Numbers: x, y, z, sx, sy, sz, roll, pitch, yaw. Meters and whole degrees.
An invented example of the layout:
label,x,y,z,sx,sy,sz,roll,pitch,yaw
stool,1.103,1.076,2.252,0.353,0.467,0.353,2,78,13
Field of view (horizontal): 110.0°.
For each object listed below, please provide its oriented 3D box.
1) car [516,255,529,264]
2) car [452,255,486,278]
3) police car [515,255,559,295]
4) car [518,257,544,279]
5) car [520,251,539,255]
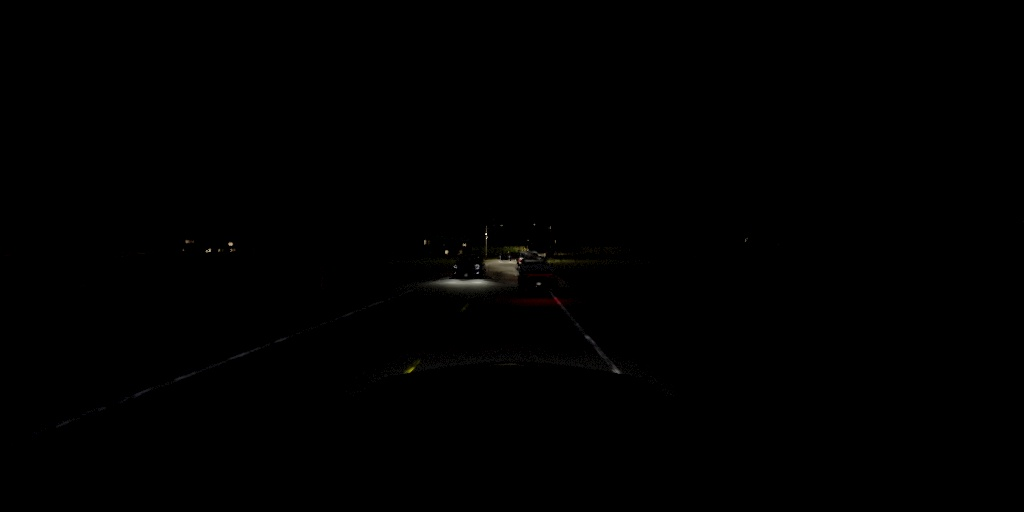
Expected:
label,x,y,z,sx,sy,sz,roll,pitch,yaw
car,1.784,0.486,58.443,1.994,1.385,4.181,0,1,4
car,-3.202,0.730,27.604,2.097,1.767,4.553,0,1,2
police car,1.196,0.948,18.067,1.930,1.638,5.238,0,1,1
car,1.423,0.886,27.926,1.837,1.490,4.892,0,1,2
car,1.613,0.517,33.930,2.150,2.045,5.566,0,1,2
